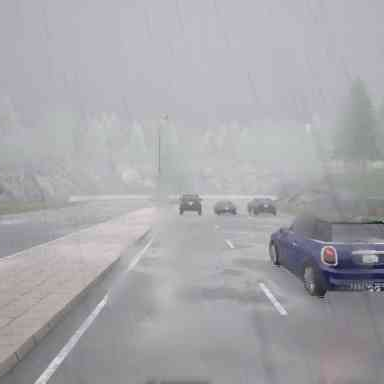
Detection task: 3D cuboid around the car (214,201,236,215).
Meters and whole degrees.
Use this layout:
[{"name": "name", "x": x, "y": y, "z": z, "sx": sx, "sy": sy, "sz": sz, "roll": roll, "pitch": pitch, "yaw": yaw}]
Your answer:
[{"name": "car", "x": 3.369, "y": 1.563, "z": 34.436, "sx": 1.994, "sy": 1.385, "sz": 4.181, "roll": 0, "pitch": 0, "yaw": 0}]

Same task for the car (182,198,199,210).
[{"name": "car", "x": -0.188, "y": 1.547, "z": 44.177, "sx": 2.033, "sy": 1.411, "sz": 5.357, "roll": 0, "pitch": 0, "yaw": 0}]

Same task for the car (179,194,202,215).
[{"name": "car", "x": -0.133, "y": 1.222, "z": 33.987, "sx": 2.150, "sy": 2.045, "sz": 5.566, "roll": 0, "pitch": 0, "yaw": 0}]

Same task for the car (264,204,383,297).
[{"name": "car", "x": 3.533, "y": 1.352, "z": 8.736, "sx": 2.097, "sy": 1.767, "sz": 4.553, "roll": 0, "pitch": 0, "yaw": 0}]

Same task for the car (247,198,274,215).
[{"name": "car", "x": 6.877, "y": 1.352, "z": 33.242, "sx": 2.097, "sy": 1.767, "sz": 4.553, "roll": 0, "pitch": 0, "yaw": 0}]
